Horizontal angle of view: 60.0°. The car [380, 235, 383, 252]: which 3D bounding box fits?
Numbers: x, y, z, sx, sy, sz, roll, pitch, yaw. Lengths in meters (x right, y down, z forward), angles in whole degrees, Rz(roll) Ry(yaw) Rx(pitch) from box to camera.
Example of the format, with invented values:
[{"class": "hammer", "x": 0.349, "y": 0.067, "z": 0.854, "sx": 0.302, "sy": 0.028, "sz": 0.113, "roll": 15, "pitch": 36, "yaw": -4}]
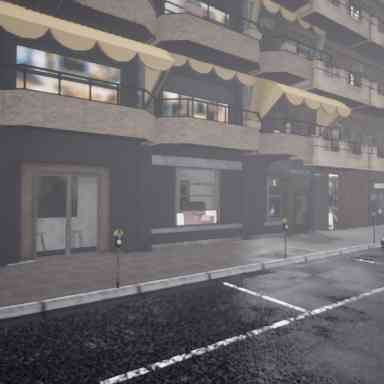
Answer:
[{"class": "car", "x": 8.540, "y": 1.565, "z": 12.063, "sx": 4.403, "sy": 1.369, "sz": 2.008, "roll": 0, "pitch": 0, "yaw": -35}]
